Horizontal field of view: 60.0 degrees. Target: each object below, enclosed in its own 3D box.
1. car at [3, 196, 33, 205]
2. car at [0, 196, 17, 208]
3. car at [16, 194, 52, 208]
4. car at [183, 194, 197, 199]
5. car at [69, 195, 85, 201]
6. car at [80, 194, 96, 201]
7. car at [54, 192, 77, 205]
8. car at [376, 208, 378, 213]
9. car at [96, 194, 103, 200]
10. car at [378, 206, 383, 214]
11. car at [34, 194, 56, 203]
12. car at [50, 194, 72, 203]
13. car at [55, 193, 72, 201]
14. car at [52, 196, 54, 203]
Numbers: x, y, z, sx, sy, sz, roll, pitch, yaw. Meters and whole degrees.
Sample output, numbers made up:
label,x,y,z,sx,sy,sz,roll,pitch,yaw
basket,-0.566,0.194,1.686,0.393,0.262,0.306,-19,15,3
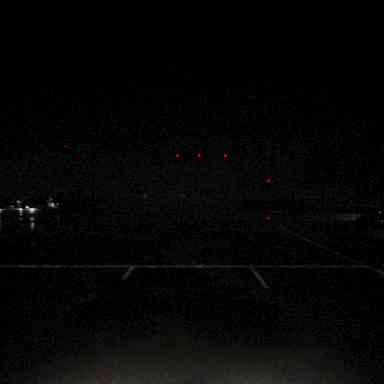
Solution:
label,x,y,z,sx,sy,sz,roll,pitch,yaw
car,-28.094,1.333,53.940,2.033,1.411,5.357,0,0,1
car,-24.618,1.336,43.492,1.837,1.490,4.892,0,0,0
car,-21.118,1.330,44.764,1.837,1.490,4.892,0,0,0
car,-0.158,1.201,94.634,1.895,1.301,4.718,0,0,-18
car,-24.582,1.304,71.401,1.895,1.301,4.718,0,0,0
car,-21.041,1.227,65.153,2.128,1.511,4.902,0,0,0
car,-21.104,1.001,55.316,2.150,2.045,5.566,0,0,0
car,19.460,1.441,29.460,5.357,1.411,2.033,0,0,7
car,-21.251,1.220,74.417,2.128,1.511,4.902,0,0,-3
car,17.653,1.260,26.037,4.553,1.767,2.097,0,0,6
car,-28.032,1.234,63.687,2.128,1.511,4.902,0,0,0
car,-24.561,1.239,62.460,2.128,1.511,4.902,0,0,1
car,-28.153,1.057,72.896,2.097,1.767,4.553,0,0,-3
car,-24.607,1.140,53.309,2.097,1.767,4.553,0,0,0
